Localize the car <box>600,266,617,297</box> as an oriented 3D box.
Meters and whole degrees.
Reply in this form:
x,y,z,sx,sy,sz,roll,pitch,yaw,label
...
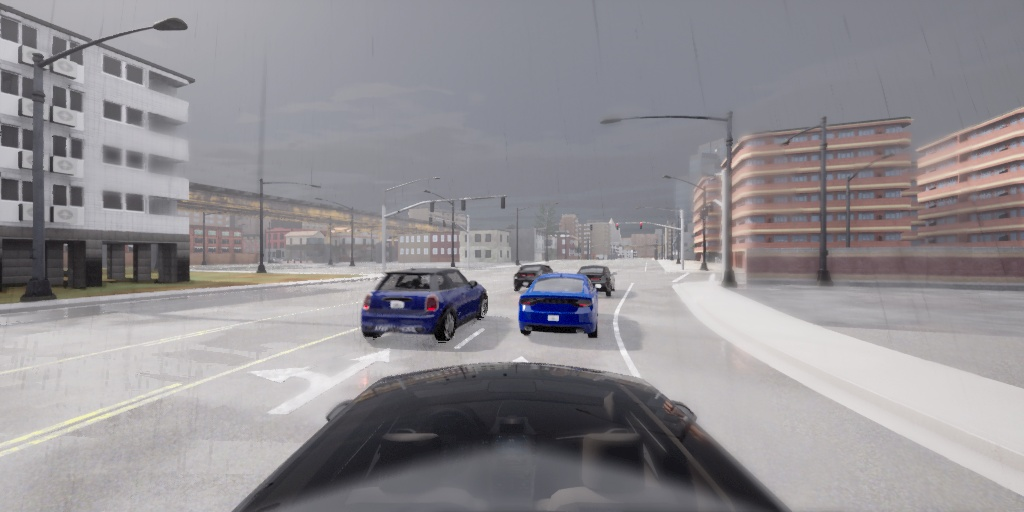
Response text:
x,y,z,sx,sy,sz,roll,pitch,yaw,label
4.475,1.255,19.268,1.837,1.490,4.892,0,0,20,car

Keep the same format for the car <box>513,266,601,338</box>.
x,y,z,sx,sy,sz,roll,pitch,yaw,label
1.516,1.228,10.356,1.882,1.535,5.008,0,0,14,car

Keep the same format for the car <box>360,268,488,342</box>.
x,y,z,sx,sy,sz,roll,pitch,yaw,label
-2.156,1.103,10.074,2.097,1.767,4.553,0,0,11,car

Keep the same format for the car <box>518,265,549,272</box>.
x,y,z,sx,sy,sz,roll,pitch,yaw,label
1.561,1.253,21.405,1.837,1.490,4.892,0,-1,20,car
